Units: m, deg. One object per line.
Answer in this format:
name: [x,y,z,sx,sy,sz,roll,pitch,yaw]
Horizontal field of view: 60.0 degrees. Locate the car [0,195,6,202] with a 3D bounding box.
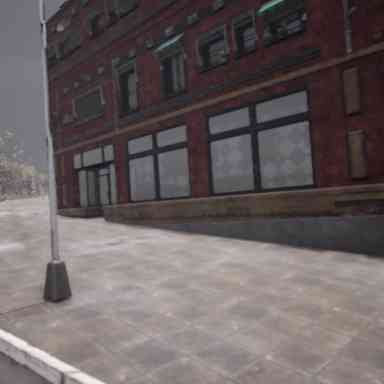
car: [-34.214,1.114,56.886,2.033,1.411,5.357,-5,2,3]
